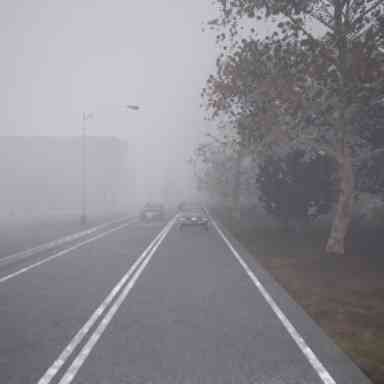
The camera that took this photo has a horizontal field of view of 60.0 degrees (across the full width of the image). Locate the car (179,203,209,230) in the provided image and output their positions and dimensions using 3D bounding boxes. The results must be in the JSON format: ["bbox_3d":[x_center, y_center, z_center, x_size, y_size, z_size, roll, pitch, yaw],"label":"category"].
[{"bbox_3d":[0.125,1.647,21.825,2.033,1.411,5.357,0,0,0],"label":"car"}]

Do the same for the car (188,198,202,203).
[{"bbox_3d":[0.359,1.776,42.731,1.994,1.385,4.181,0,0,1],"label":"car"}]

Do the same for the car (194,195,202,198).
[{"bbox_3d":[1.452,1.714,86.506,1.882,1.535,5.008,0,0,2],"label":"car"}]

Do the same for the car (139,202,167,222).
[{"bbox_3d":[-3.231,1.633,28.152,2.128,1.511,4.902,0,-1,1],"label":"car"}]
